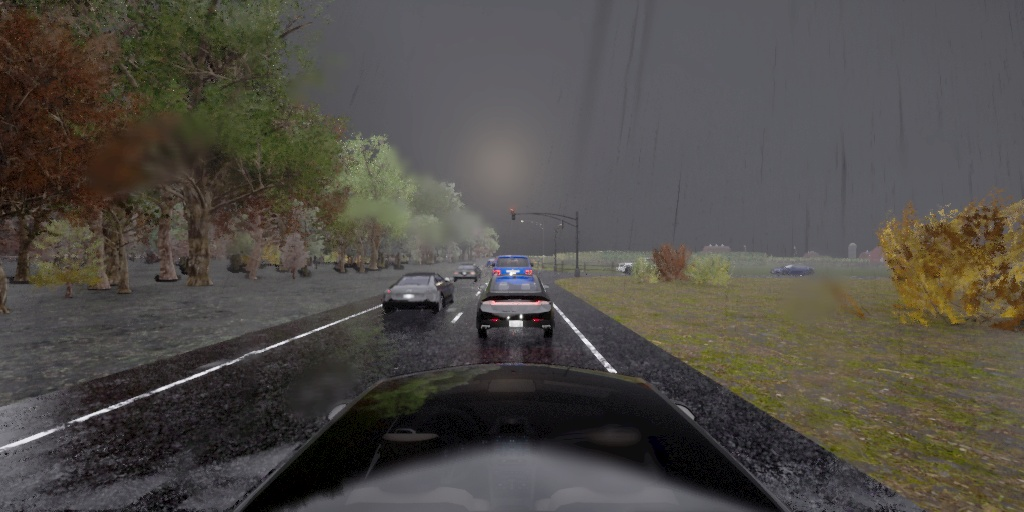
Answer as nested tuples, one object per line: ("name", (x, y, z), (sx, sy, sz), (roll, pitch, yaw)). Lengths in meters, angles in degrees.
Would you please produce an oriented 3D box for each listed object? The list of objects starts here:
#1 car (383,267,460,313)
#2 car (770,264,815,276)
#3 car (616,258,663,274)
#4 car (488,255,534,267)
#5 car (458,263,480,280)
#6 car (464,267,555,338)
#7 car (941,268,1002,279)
("car", (-3.442, 1.317, 13.922), (1.994, 1.385, 4.181), (0, 0, 0))
("car", (33.881, 1.705, 43.319), (4.674, 1.442, 1.812), (1, -1, 0))
("car", (15.569, 1.202, 43.439), (5.566, 2.045, 2.150), (1, -1, 2))
("car", (0.038, 0.976, 20.059), (2.150, 2.045, 5.566), (0, 0, 0))
("car", (-3.496, 1.303, 28.760), (2.033, 1.411, 5.357), (0, 0, 0))
("car", (0.074, 1.244, 10.142), (2.128, 1.511, 4.902), (0, 0, 0))
("car", (51.214, 1.833, 39.671), (4.674, 1.442, 1.812), (1, -1, 1))
